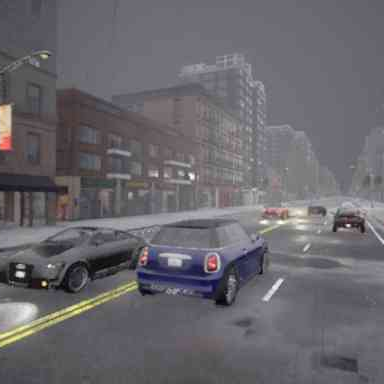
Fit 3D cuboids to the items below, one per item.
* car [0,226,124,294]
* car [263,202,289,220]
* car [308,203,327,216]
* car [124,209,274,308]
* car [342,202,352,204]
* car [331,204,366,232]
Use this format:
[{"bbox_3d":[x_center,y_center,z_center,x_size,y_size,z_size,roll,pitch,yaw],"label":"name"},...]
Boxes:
[{"bbox_3d":[-2.982,1.668,9.203,1.994,1.385,4.181,0,-1,25],"label":"car"},{"bbox_3d":[8.451,1.790,33.736,2.097,1.767,4.553,0,-1,25],"label":"car"},{"bbox_3d":[15.007,2.010,39.772,1.882,1.535,5.008,0,0,25],"label":"car"},{"bbox_3d":[0.547,1.461,8.610,2.097,1.767,4.553,0,-1,25],"label":"car"},{"bbox_3d":[21.405,2.151,45.836,1.812,1.442,4.674,0,-1,25],"label":"car"},{"bbox_3d":[10.585,1.817,22.522,1.837,1.490,4.892,0,-1,25],"label":"car"}]
